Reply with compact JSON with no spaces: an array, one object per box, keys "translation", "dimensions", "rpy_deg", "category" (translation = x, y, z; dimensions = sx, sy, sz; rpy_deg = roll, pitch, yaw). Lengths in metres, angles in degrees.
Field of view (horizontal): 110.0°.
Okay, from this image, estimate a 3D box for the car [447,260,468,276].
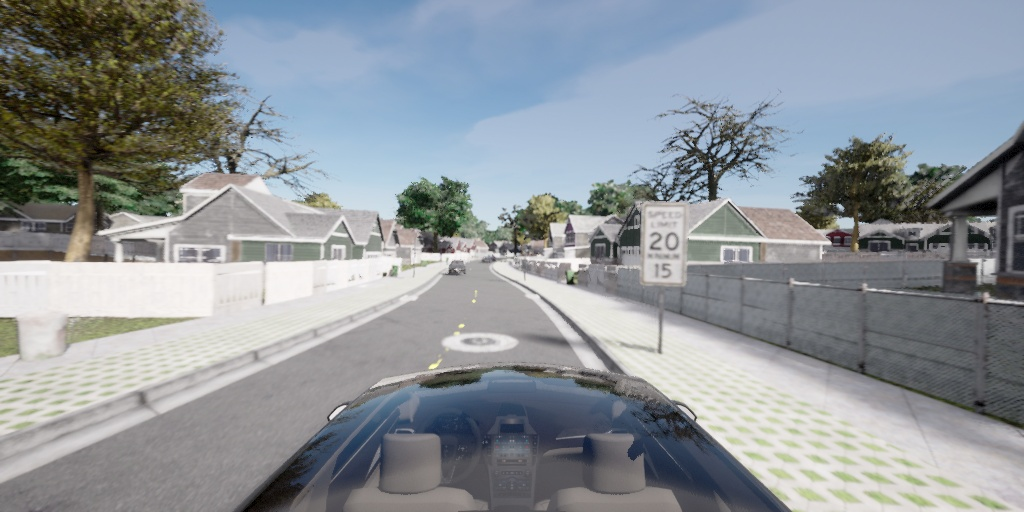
[{"translation":[-5.678,1.129,37.322],"dimensions":[1.837,1.490,4.892],"rpy_deg":[2,0,-8],"category":"car"}]
